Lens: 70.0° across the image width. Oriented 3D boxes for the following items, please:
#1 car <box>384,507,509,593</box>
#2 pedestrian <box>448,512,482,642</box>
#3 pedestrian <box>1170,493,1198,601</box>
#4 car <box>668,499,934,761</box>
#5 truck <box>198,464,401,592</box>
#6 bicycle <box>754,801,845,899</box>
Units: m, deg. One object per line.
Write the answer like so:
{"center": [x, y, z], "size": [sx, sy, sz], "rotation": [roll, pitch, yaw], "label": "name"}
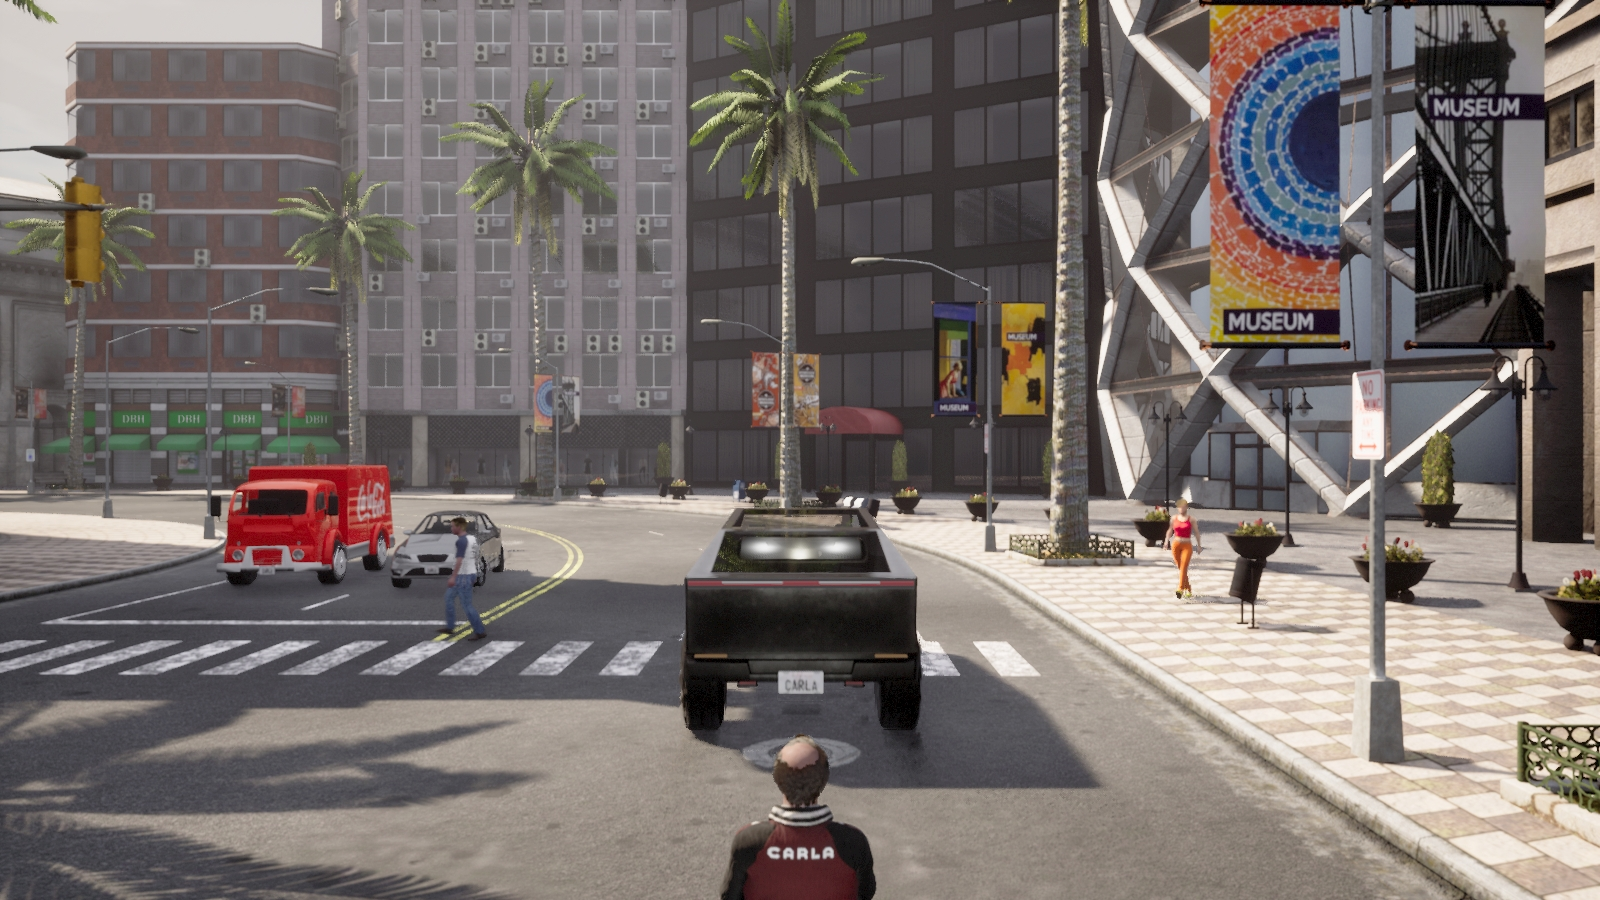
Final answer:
{"center": [-7.491, 2.070, 24.594], "size": [1.816, 1.474, 4.193], "rotation": [0, 0, -6], "label": "car"}
{"center": [-4.897, 1.852, 16.710], "size": [0.375, 1.860, 0.375], "rotation": [0, 0, 0], "label": "pedestrian"}
{"center": [6.781, 1.699, 20.152], "size": [0.375, 1.860, 0.375], "rotation": [0, 0, 35], "label": "pedestrian"}
{"center": [0.011, 1.755, 13.433], "size": [2.390, 2.098, 6.274], "rotation": [0, 0, 0], "label": "car"}
{"center": [-10.856, 1.572, 25.323], "size": [2.627, 2.467, 5.204], "rotation": [0, 0, -5], "label": "truck"}
{"center": [-0.002, 2.211, 4.365], "size": [0.329, 1.171, 1.835], "rotation": [0, 0, 0], "label": "bicycle"}
